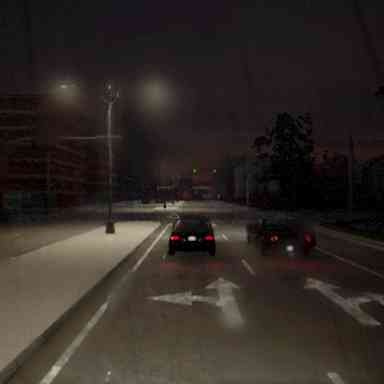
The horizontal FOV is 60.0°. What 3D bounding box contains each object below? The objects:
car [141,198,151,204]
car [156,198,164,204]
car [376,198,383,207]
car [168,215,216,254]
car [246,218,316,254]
[{"bbox_3d":[-11.493,2.275,83.185,1.837,1.490,4.892,0,-1,0],"label":"car"},{"bbox_3d":[-7.993,2.300,83.185,2.128,1.511,4.902,0,-1,0],"label":"car"},{"bbox_3d":[29.929,1.683,55.150,1.970,1.475,3.806,0,-1,0],"label":"car"},{"bbox_3d":[0.002,1.679,13.990,2.033,1.411,5.357,0,-1,0],"label":"car"},{"bbox_3d":[3.503,1.733,14.106,1.895,1.301,4.718,0,0,0],"label":"car"}]
